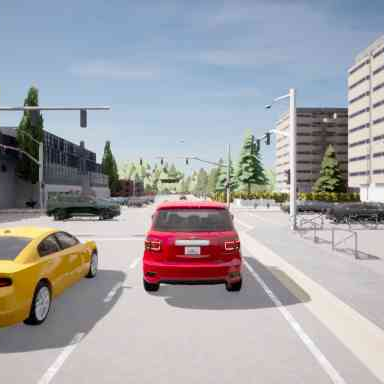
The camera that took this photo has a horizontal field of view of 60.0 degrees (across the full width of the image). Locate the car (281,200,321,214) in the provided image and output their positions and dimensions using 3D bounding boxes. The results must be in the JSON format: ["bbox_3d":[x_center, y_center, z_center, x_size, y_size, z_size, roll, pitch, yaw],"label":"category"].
[{"bbox_3d":[12.085,1.547,34.557,5.357,1.411,2.033,0,0,-2],"label":"car"}]

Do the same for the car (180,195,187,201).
[{"bbox_3d":[-2.333,1.524,87.170,1.812,1.442,4.674,0,0,-2],"label":"car"}]

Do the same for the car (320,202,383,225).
[{"bbox_3d":[12.159,1.505,23.838,4.892,1.490,1.837,0,0,-2],"label":"car"}]

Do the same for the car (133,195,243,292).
[{"bbox_3d":[0.017,1.221,9.089,2.150,2.045,5.566,0,0,0],"label":"car"}]

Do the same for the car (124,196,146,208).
[{"bbox_3d":[-8.388,1.505,49.256,1.837,1.490,4.892,0,0,-2],"label":"car"}]

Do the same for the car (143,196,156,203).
[{"bbox_3d":[-8.859,1.540,69.831,2.033,1.411,5.357,0,0,-2],"label":"car"}]

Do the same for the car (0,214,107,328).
[{"bbox_3d":[-3.478,1.478,7.101,1.882,1.535,5.008,0,0,0],"label":"car"}]

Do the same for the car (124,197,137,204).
[{"bbox_3d":[-12.284,1.601,66.374,1.895,1.301,4.718,0,0,-1],"label":"car"}]

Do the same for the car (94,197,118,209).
[{"bbox_3d":[-11.792,1.492,45.836,2.128,1.511,4.902,0,0,-2],"label":"car"}]

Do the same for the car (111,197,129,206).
[{"bbox_3d":[-12.061,1.547,56.088,2.033,1.411,5.357,0,0,-1],"label":"car"}]

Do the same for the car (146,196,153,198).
[{"bbox_3d":[-8.646,1.492,59.467,2.128,1.511,4.902,0,0,-1],"label":"car"}]

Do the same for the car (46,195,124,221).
[{"bbox_3d":[-8.508,1.221,26.252,5.566,2.045,2.150,0,0,-4],"label":"car"}]
